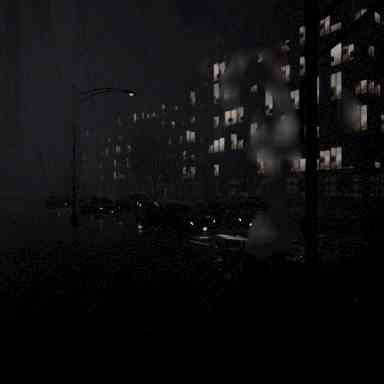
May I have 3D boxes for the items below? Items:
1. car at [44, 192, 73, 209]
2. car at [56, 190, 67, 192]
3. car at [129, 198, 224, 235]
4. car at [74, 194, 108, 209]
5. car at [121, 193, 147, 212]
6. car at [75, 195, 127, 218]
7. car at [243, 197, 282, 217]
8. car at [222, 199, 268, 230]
[{"bbox_3d":[-13.242,0.947,33.194,1.994,1.385,4.181,0,1,-38],"label":"car"},{"bbox_3d":[-25.406,0.300,64.824,1.812,1.442,4.674,0,1,-38],"label":"car"},{"bbox_3d":[-1.030,1.292,17.668,2.033,1.411,5.357,0,1,-38],"label":"car"},{"bbox_3d":[-10.810,0.976,35.360,1.895,1.301,4.718,0,1,-38],"label":"car"},{"bbox_3d":[-4.613,0.911,27.468,2.097,1.767,4.553,0,1,-38],"label":"car"},{"bbox_3d":[-7.043,1.092,25.294,1.812,1.442,4.674,0,1,-38],"label":"car"},{"bbox_3d":[4.761,1.166,26.348,2.128,1.511,4.902,0,1,-38],"label":"car"},{"bbox_3d":[1.576,1.289,19.667,2.033,1.411,5.357,0,1,-36],"label":"car"}]
